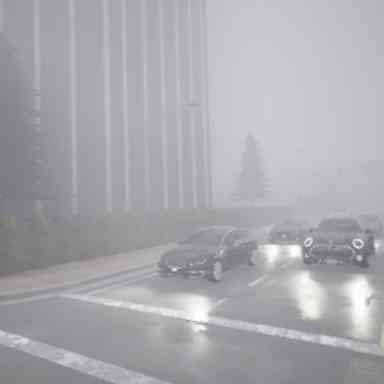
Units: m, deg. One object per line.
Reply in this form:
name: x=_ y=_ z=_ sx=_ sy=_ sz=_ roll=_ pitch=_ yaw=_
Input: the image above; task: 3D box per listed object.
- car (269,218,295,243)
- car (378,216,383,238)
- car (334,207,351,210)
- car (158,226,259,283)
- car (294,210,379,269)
car: x=6.068 y=2.265 z=19.886 sx=1.994 sy=1.385 sz=4.181 roll=-3 pitch=-3 yaw=32
car: x=11.750 y=2.182 z=22.343 sx=2.033 sy=1.411 sz=5.357 roll=-3 pitch=-3 yaw=32
car: x=15.890 y=2.426 z=35.336 sx=2.097 sy=1.767 sz=4.553 roll=-3 pitch=-3 yaw=32
car: x=0.784 y=2.003 z=11.510 sx=1.837 sy=1.490 sz=4.892 roll=-3 pitch=-3 yaw=32
car: x=5.764 y=1.756 z=12.869 sx=2.097 sy=1.767 sz=4.553 roll=-3 pitch=-3 yaw=32
